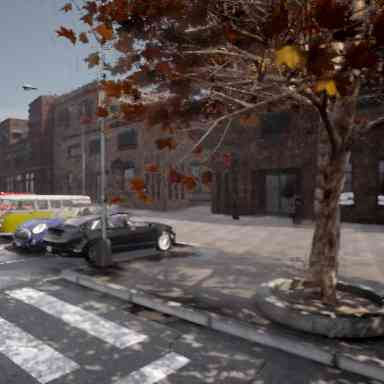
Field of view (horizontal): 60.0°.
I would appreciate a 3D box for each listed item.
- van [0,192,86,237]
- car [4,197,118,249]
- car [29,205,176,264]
[{"bbox_3d":[-6.858,1.134,15.273,1.878,1.987,4.442,1,0,41],"label":"van"},{"bbox_3d":[-4.693,1.266,13.561,2.185,1.767,4.553,1,0,41],"label":"car"},{"bbox_3d":[-2.653,1.421,11.711,2.231,1.521,4.892,1,0,41],"label":"car"}]
